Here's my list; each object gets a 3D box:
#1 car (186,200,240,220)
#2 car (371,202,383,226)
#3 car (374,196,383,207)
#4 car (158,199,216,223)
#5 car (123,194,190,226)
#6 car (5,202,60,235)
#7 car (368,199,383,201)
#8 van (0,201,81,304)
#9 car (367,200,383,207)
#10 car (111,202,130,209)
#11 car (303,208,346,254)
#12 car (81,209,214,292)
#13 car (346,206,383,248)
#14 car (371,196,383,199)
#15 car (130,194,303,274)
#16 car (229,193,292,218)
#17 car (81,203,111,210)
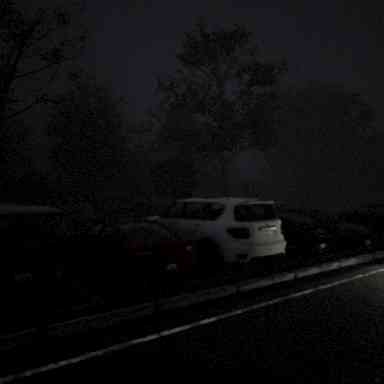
[{"bbox_3d":[1.654,1.430,27.719,2.002,1.452,4.674,0,0,-36],"label":"car"},{"bbox_3d":[14.074,1.408,20.563,2.163,1.488,4.792,0,0,-36],"label":"car"},{"bbox_3d":[29.058,1.328,47.109,1.946,1.575,5.366,0,0,-36],"label":"car"},{"bbox_3d":[-0.508,1.398,26.168,2.097,1.535,5.008,0,0,-36],"label":"car"},{"bbox_3d":[-2.761,1.157,24.527,2.435,2.045,5.566,0,0,-36],"label":"car"},{"bbox_3d":[-9.566,1.447,19.684,2.097,1.535,5.008,0,0,-36],"label":"car"},{"bbox_3d":[11.704,1.381,19.058,1.946,1.575,5.366,0,0,-36],"label":"car"},{"bbox_3d":[-4.211,1.235,7.582,1.878,1.987,4.442,0,0,-36],"label":"van"},{"bbox_3d":[9.538,1.389,17.274,2.097,1.535,5.008,0,0,-36],"label":"car"},{"bbox_3d":[-5.057,1.449,22.954,2.163,1.488,4.792,0,0,-36],"label":"car"},{"bbox_3d":[2.703,1.421,12.382,2.231,1.521,4.892,0,0,-36],"label":"car"},{"bbox_3d":[-1.860,1.447,9.116,2.097,1.535,5.008,0,0,-36],"label":"car"},{"bbox_3d":[4.992,1.438,13.990,2.163,1.488,4.792,0,0,-36],"label":"car"},{"bbox_3d":[26.689,1.337,45.648,2.231,1.521,4.892,0,0,-36],"label":"car"},{"bbox_3d":[0.400,1.182,10.774,2.435,2.045,5.566,0,0,-36],"label":"car"},{"bbox_3d":[6.198,1.127,30.939,2.435,2.045,5.566,0,0,-36],"label":"car"},{"bbox_3d":[-7.287,1.463,21.286,2.163,1.488,4.792,0,0,-36],"label":"car"}]
